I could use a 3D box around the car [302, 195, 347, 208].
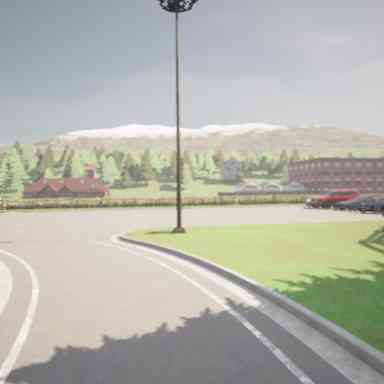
[{"bbox_3d":[15.704,1.072,39.407,4.674,1.442,1.812,0,0,-10],"label":"car"}]

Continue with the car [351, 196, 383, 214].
[{"bbox_3d":[16.834,1.207,28.946,4.718,1.301,1.895,-1,0,-10],"label":"car"}]

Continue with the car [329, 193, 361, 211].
[{"bbox_3d":[16.650,1.131,32.472,5.357,1.411,2.033,-1,0,-10],"label":"car"}]

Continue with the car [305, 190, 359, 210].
[{"bbox_3d":[15.472,0.793,35.809,5.566,2.045,2.150,-1,0,-10],"label":"car"}]
